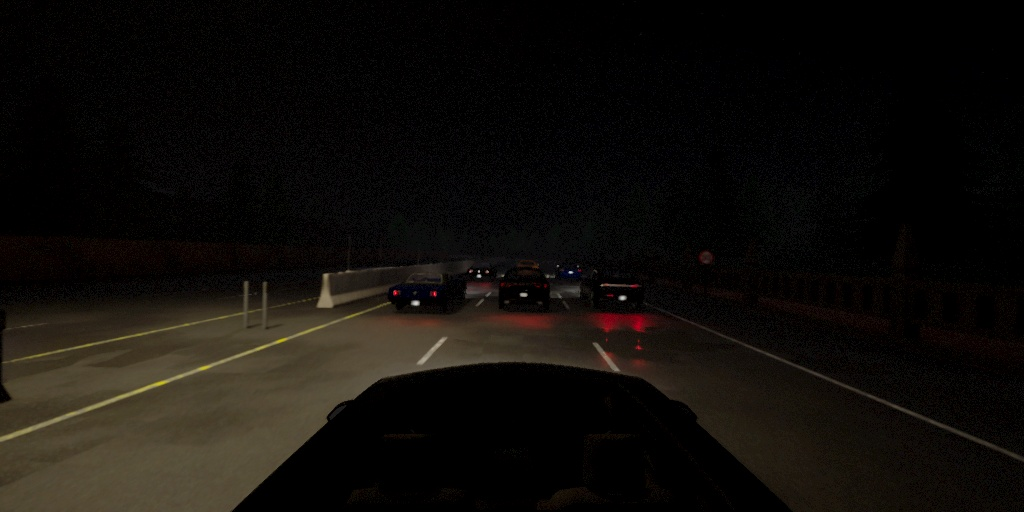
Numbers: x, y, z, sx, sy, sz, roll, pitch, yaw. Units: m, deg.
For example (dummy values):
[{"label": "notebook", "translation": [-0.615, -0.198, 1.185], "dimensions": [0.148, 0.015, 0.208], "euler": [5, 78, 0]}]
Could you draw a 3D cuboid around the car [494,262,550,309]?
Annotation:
[{"label": "car", "translation": [0.525, 1.178, 14.782], "dimensions": [1.882, 1.535, 5.008], "euler": [1, 0, 3]}]

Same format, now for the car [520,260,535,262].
[{"label": "car", "translation": [1.338, 1.115, 31.683], "dimensions": [1.882, 1.535, 5.008], "euler": [1, 0, 3]}]

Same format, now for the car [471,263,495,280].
[{"label": "car", "translation": [-2.318, 1.187, 28.877], "dimensions": [1.895, 1.301, 4.718], "euler": [1, 0, 3]}]

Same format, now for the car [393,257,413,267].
[{"label": "car", "translation": [-15.378, 0.852, 51.494], "dimensions": [1.895, 1.301, 4.718], "euler": [1, 0, 3]}]

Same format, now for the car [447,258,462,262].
[{"label": "car", "translation": [-8.334, 0.937, 52.199], "dimensions": [1.994, 1.385, 4.181], "euler": [1, 0, 3]}]

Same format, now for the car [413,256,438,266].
[{"label": "car", "translation": [-11.891, 0.806, 51.157], "dimensions": [2.128, 1.511, 4.902], "euler": [1, 0, 3]}]

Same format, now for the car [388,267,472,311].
[{"label": "car", "translation": [-3.026, 1.242, 13.916], "dimensions": [1.895, 1.301, 4.718], "euler": [1, 0, 3]}]

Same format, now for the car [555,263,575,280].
[{"label": "car", "translation": [4.781, 1.268, 30.532], "dimensions": [1.994, 1.385, 4.181], "euler": [1, 0, 3]}]

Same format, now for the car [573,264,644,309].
[{"label": "car", "translation": [4.045, 1.253, 15.088], "dimensions": [2.128, 1.511, 4.902], "euler": [1, 0, 3]}]
